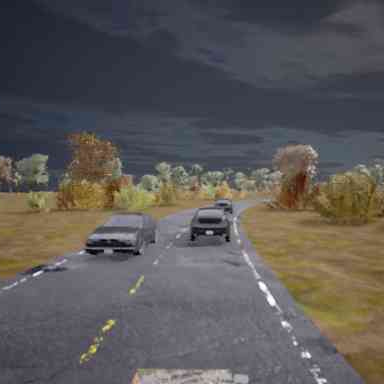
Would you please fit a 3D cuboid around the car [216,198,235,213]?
[{"bbox_3d":[3.380,1.512,34.732,1.837,1.490,4.892,0,0,10],"label":"car"}]

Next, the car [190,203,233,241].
[{"bbox_3d":[0.970,1.516,16.845,1.837,1.490,4.892,0,0,5],"label":"car"}]

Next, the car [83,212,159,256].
[{"bbox_3d":[-2.542,1.551,13.439,2.033,1.411,5.357,0,0,4],"label":"car"}]

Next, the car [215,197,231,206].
[{"bbox_3d":[5.327,1.623,56.739,1.895,1.301,4.718,0,0,16],"label":"car"}]
